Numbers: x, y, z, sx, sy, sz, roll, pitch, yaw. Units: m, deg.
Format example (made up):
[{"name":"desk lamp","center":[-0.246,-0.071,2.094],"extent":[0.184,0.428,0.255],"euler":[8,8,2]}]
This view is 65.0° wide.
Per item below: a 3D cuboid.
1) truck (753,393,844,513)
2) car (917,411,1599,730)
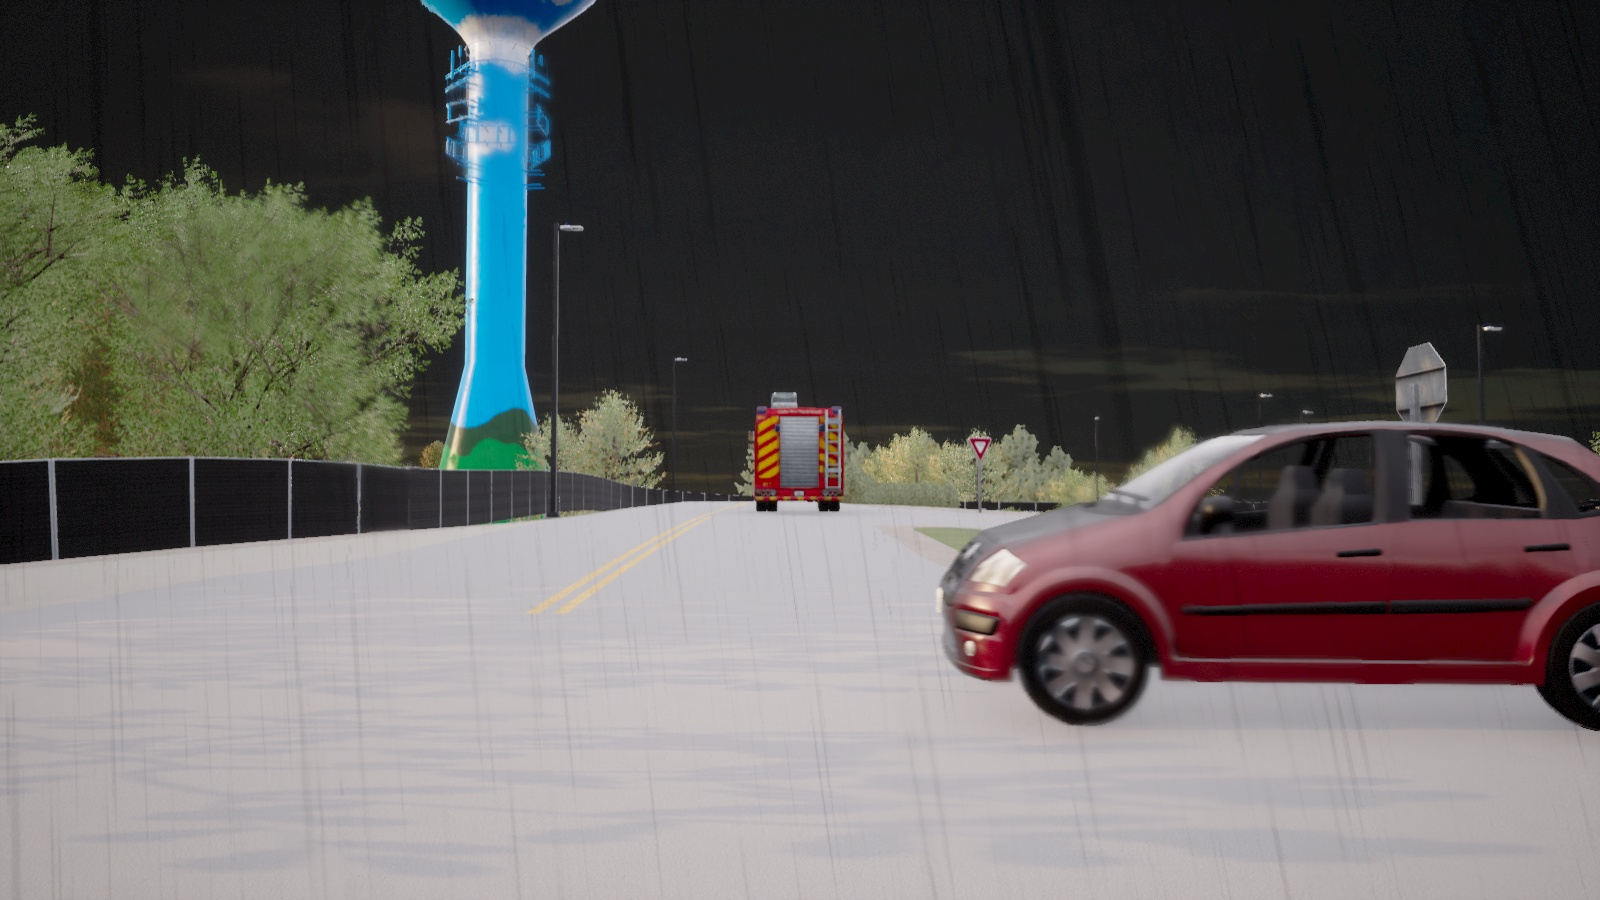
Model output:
[{"name":"truck","center":[-0.174,0.192,44.062],"extent":[2.891,3.827,8.468],"euler":[0,-1,-2]},{"name":"car","center":[2.727,0.606,7.363],"extent":[3.988,1.617,1.851],"euler":[0,0,3]}]
